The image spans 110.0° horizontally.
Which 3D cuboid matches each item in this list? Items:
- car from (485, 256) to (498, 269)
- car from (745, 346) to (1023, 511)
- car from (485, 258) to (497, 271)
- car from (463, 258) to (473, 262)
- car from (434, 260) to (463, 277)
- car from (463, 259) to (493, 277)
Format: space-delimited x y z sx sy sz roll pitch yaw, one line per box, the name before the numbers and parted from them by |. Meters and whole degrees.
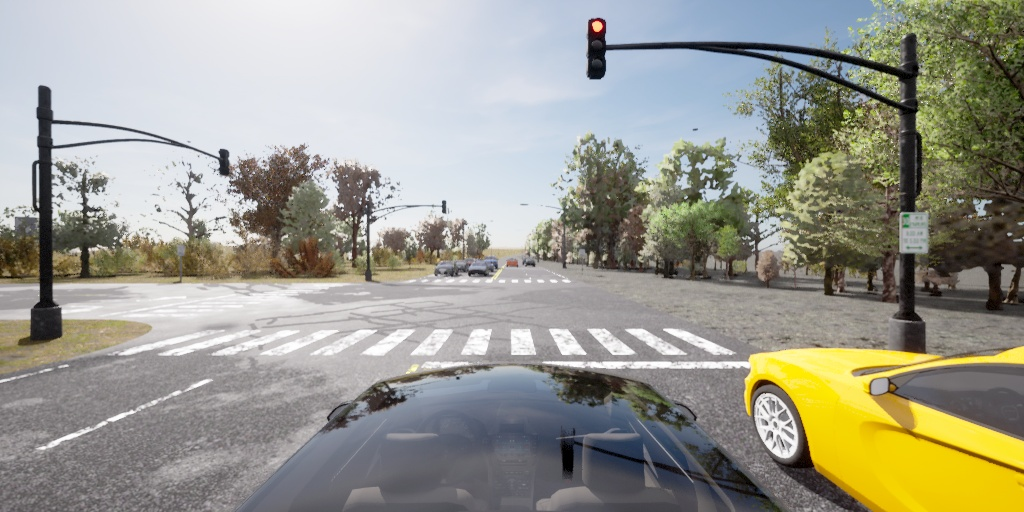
car | -3.344 0.994 56.271 2.150 2.045 5.566 0 0 0
car | 3.363 1.195 1.728 1.882 1.535 5.008 0 1 0
car | -3.349 1.332 45.901 1.994 1.385 4.181 0 0 0
car | -6.599 1.259 45.731 2.128 1.511 4.902 0 0 0
car | -6.600 1.255 36.443 2.128 1.511 4.902 0 0 0
car | -3.352 1.311 36.666 2.033 1.411 5.357 0 0 0
